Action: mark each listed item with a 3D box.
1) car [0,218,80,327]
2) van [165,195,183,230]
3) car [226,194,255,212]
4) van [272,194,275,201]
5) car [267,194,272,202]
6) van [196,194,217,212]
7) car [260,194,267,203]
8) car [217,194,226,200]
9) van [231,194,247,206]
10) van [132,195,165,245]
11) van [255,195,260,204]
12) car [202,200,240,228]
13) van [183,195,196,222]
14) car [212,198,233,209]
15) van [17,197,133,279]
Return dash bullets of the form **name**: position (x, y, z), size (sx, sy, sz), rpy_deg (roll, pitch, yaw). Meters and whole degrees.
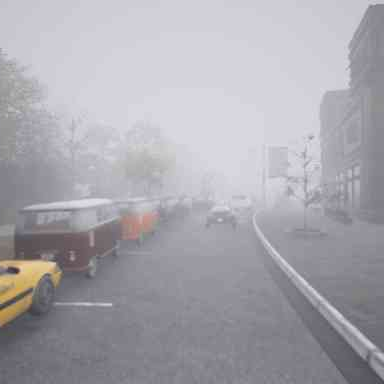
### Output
- **car**: position (-3.585, 1.456, 4.397), size (1.946, 1.575, 5.366), rpy_deg (-2, 1, 3)
- **van**: position (-2.075, 1.235, 21.024), size (1.878, 1.987, 4.442), rpy_deg (-2, 0, 7)
- **car**: position (5.967, 1.271, 39.953), size (2.150, 2.045, 5.566), rpy_deg (-1, 0, 15)
- **van**: position (18.986, 1.547, 84.125), size (1.878, 1.987, 4.442), rpy_deg (-1, -1, 25)
- **car**: position (16.756, 1.732, 78.895), size (2.231, 1.521, 4.892), rpy_deg (-1, 0, 21)
- **van**: position (1.251, 1.313, 37.450), size (1.878, 1.987, 4.442), rpy_deg (-2, 0, 13)
- **car**: position (14.596, 1.745, 73.825), size (2.163, 1.488, 4.792), rpy_deg (-1, 0, 21)
- **car**: position (2.740, 1.323, 42.747), size (2.435, 2.045, 5.566), rpy_deg (-2, 0, 14)
- **van**: position (8.286, 1.431, 58.619), size (1.878, 1.987, 4.442), rpy_deg (-1, 0, 21)
- **van**: position (-2.784, 1.226, 15.478), size (1.878, 1.987, 4.442), rpy_deg (-2, 0, 7)
- **van**: position (12.044, 1.468, 67.834), size (1.878, 1.987, 4.442), rpy_deg (-1, 0, 21)
- **car**: position (2.008, 1.495, 21.906), size (1.812, 1.442, 4.674), rpy_deg (0, 0, 9)
- **van**: position (-1.187, 1.253, 26.533), size (1.878, 1.987, 4.442), rpy_deg (-2, 0, 8)
- **car**: position (4.438, 1.646, 48.043), size (2.002, 1.452, 4.674), rpy_deg (-1, 0, 18)
- **van**: position (-3.302, 1.226, 9.907), size (1.878, 1.987, 4.442), rpy_deg (-2, 1, 2)
